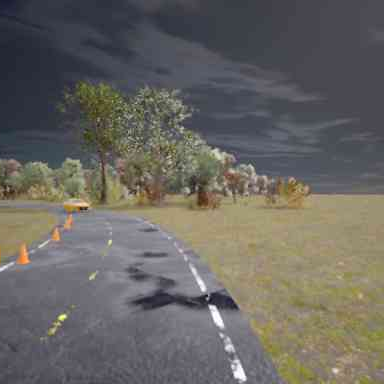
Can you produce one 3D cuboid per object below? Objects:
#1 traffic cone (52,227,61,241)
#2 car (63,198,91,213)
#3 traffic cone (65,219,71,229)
[{"bbox_3d":[-6.283,1.937,15.389,0.340,0.580,0.340,0,0,-13],"label":"traffic cone"},{"bbox_3d":[-12.614,1.446,36.276,1.882,1.535,5.008,0,0,-36],"label":"car"},{"bbox_3d":[-7.484,1.928,20.080,0.340,0.580,0.340,0,0,-16],"label":"traffic cone"}]
